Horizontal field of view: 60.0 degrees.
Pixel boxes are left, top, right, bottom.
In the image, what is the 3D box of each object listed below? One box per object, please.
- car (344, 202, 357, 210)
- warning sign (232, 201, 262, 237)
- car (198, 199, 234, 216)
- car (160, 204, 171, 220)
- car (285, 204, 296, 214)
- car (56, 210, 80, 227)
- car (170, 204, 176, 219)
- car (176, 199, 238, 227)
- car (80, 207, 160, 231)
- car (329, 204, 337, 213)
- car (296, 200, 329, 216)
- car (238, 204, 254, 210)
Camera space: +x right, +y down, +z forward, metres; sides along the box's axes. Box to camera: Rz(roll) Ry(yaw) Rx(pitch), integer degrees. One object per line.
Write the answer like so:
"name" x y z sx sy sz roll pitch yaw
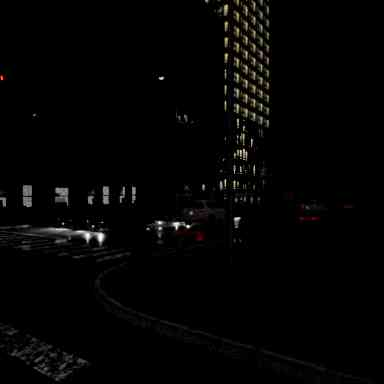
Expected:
"car" 31.329 2.789 65.799 1.882 1.535 5.008 0 -1 33
"warning sign" 3.091 1.454 18.556 1.300 1.860 1.060 1 1 33
"car" 3.143 1.903 42.185 2.150 2.045 5.566 0 -1 32
"car" -2.390 2.003 33.564 1.837 1.490 4.892 0 -1 33
"car" 15.066 2.462 48.441 1.994 1.385 4.181 0 -1 33
"car" -7.573 1.873 25.485 2.033 1.411 5.357 0 -1 33
"car" 0.520 2.055 32.086 2.033 1.411 5.357 0 -1 33
"car" 1.381 1.665 26.988 2.150 2.045 5.566 0 -1 32
"car" -4.917 1.874 23.608 2.033 1.411 5.357 0 -1 33
"car" 21.780 2.597 53.014 1.994 1.385 4.181 0 -1 33
"car" 16.056 2.066 44.025 2.150 2.045 5.566 0 -1 35
"car" 6.002 2.180 40.617 2.128 1.511 4.902 0 -1 33
